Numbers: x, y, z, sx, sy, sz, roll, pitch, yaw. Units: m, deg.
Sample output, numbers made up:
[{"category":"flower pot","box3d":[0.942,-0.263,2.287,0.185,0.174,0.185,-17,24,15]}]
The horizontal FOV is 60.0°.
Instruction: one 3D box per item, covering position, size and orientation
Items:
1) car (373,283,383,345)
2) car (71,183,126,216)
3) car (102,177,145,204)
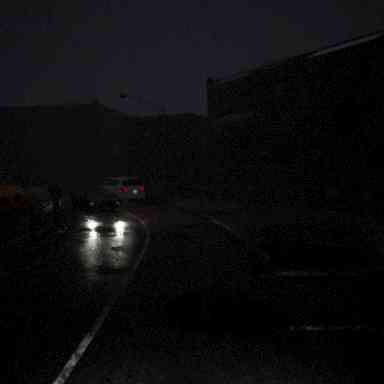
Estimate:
[{"category":"car","box3d":[4.642,1.392,3.607,4.892,1.521,2.231,0,2,0]},{"category":"car","box3d":[-6.173,0.485,20.937,1.882,1.535,5.008,-2,5,-34]},{"category":"car","box3d":[-5.774,-0.149,25.699,2.150,2.045,5.566,-3,6,-40]}]
